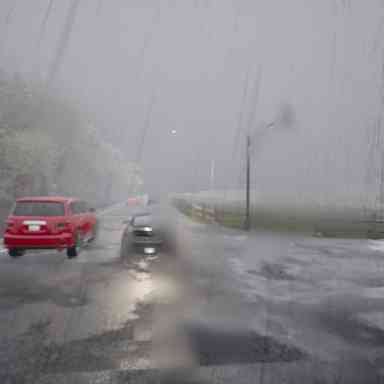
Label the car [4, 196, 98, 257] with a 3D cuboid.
[{"bbox_3d":[-5.096,1.182,12.795,2.150,2.045,5.566,1,0,-6],"label":"car"}]

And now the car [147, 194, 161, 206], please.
[{"bbox_3d":[-6.624,1.296,58.391,2.150,2.045,5.566,1,0,-6],"label":"car"}]

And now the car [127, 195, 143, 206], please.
[{"bbox_3d":[-9.989,1.366,56.969,2.097,1.767,4.553,1,0,-6],"label":"car"}]

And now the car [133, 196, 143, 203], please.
[{"bbox_3d":[-11.971,1.570,73.950,2.033,1.411,5.357,1,0,-6],"label":"car"}]

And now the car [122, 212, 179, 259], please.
[{"bbox_3d":[-1.559,1.523,12.588,1.837,1.490,4.892,1,0,-6],"label":"car"}]
